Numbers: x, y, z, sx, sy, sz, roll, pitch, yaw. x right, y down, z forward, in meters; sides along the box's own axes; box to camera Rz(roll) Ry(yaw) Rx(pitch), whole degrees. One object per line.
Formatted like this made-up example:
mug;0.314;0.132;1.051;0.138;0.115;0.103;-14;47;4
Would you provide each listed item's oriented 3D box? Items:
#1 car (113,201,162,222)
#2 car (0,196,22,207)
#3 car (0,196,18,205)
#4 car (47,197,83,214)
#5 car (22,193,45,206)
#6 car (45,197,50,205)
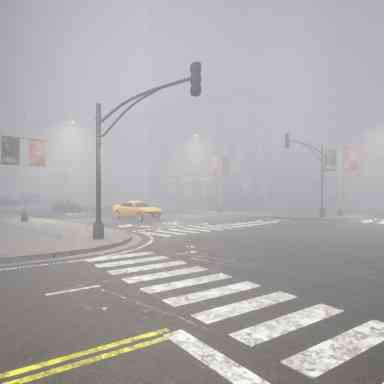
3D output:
car;-4.416;1.467;26.702;1.882;1.535;5.008;0;0;-45
car;-28.000;1.484;50.475;1.837;1.490;4.892;0;0;-45
car;-33.703;1.531;60.944;1.994;1.385;4.181;0;0;-45
car;-13.443;1.548;35.756;1.994;1.385;4.181;0;0;-45
car;-26.122;1.198;53.350;5.566;2.045;2.150;0;0;45
car;-23.096;1.546;54.929;4.181;1.385;1.994;0;0;44
